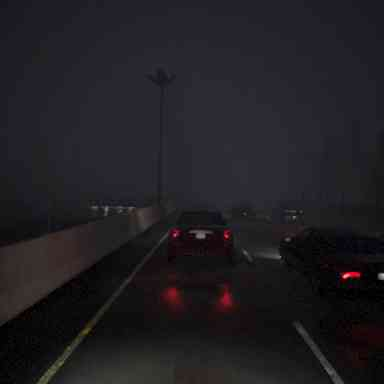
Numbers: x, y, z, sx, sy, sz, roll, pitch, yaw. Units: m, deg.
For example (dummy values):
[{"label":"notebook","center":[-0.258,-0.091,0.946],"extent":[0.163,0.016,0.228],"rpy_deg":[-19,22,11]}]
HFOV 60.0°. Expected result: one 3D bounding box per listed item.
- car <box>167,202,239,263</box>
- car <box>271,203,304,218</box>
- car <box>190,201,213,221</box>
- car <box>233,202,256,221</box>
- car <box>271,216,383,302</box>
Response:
[{"label":"car","center":[0.341,1.366,12.260],"extent":[2.097,1.767,4.553],"rpy_deg":[1,0,2]},{"label":"car","center":[7.780,1.672,27.352],"extent":[2.128,1.511,4.902],"rpy_deg":[1,0,2]},{"label":"car","center":[0.817,1.562,28.559],"extent":[1.812,1.442,4.674],"rpy_deg":[1,0,2]},{"label":"car","center":[4.335,1.587,28.989],"extent":[1.882,1.535,5.008],"rpy_deg":[1,0,2]},{"label":"car","center":[3.709,1.630,8.724],"extent":[2.033,1.411,5.357],"rpy_deg":[1,0,2]}]
